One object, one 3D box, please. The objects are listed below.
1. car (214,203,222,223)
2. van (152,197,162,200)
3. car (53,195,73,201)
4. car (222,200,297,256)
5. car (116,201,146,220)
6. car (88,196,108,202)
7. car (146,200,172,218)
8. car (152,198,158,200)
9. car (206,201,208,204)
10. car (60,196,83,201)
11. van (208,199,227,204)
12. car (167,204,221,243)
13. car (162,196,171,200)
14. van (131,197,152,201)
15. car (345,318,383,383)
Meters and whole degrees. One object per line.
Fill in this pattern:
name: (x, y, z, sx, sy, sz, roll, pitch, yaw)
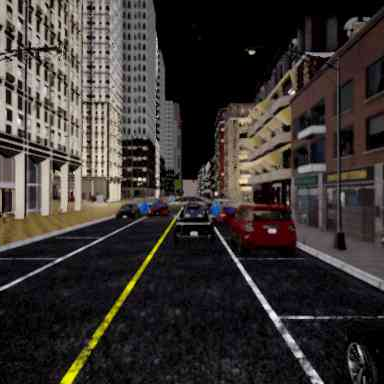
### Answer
car: (2.679, 1.735, 24.796, 1.802, 1.307, 4.206, 0, 0, 0)
van: (-5.711, 1.639, 47.388, 1.690, 1.788, 3.998, 0, 0, 0)
car: (-32.398, 1.522, 83.458, 4.206, 1.307, 1.802, 1, -1, 0)
car: (2.684, 1.398, 13.501, 2.192, 1.841, 5.009, 0, 0, 0)
car: (-5.703, 1.754, 30.441, 1.947, 1.339, 4.313, 0, 0, 0)
car: (-21.163, 1.553, 75.111, 4.097, 1.590, 1.967, 1, -1, 0)
car: (-3.112, 1.761, 31.854, 1.994, 1.385, 4.181, 0, 0, 0)
car: (-5.708, 1.812, 41.738, 2.008, 1.369, 4.403, 0, 0, 0)
car: (2.670, 1.849, 47.390, 2.008, 1.369, 4.403, 0, 0, 0)
car: (-26.740, 1.587, 75.093, 4.206, 1.307, 1.802, 1, -1, 0)
van: (2.677, 1.530, 30.446, 1.690, 1.788, 3.998, 0, 0, 0)
car: (0.090, 1.594, 16.708, 2.128, 1.511, 4.902, 0, 0, 0)
car: (-5.719, 1.852, 64.333, 1.967, 1.590, 4.097, 0, 0, 0)
van: (-5.706, 1.566, 36.091, 1.690, 1.788, 3.998, 0, 0, 0)
car: (2.689, 1.580, 2.202, 1.947, 1.339, 4.313, 0, 0, 0)
